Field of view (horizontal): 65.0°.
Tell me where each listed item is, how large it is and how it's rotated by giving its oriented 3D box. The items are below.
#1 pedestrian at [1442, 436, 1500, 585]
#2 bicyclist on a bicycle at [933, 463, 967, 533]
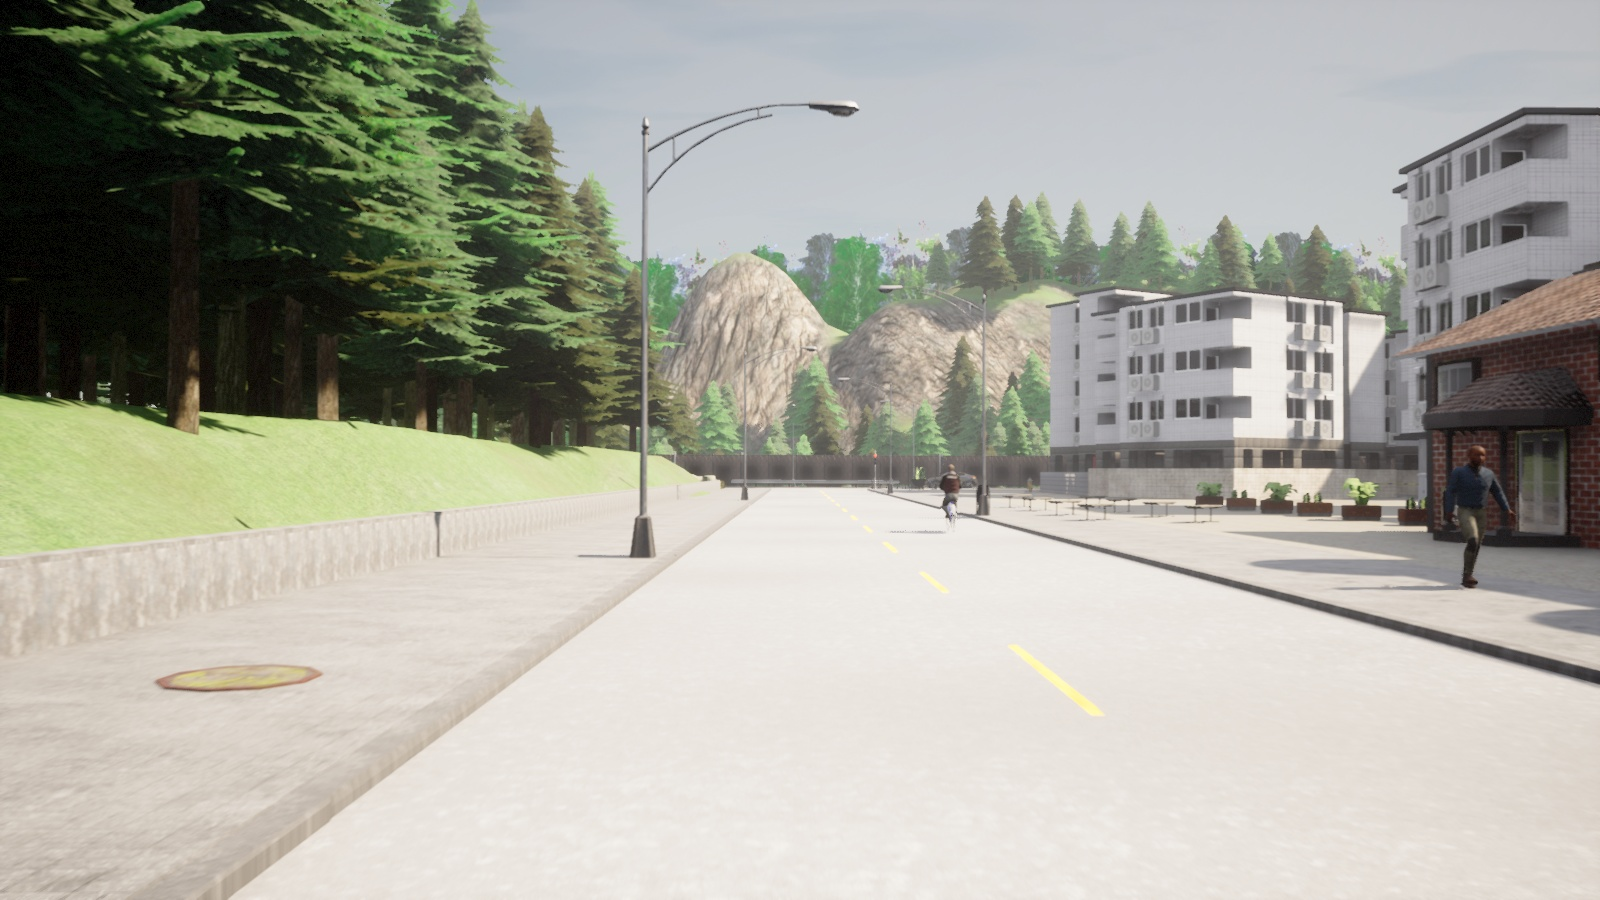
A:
[{"bbox_3d":[8.512,0.757,15.940,0.370,1.835,0.726,0,-1,5],"label":"pedestrian"},{"bbox_3d":[3.931,1.233,32.971,0.659,1.776,1.843,0,-1,0],"label":"bicyclist on a bicycle"}]
